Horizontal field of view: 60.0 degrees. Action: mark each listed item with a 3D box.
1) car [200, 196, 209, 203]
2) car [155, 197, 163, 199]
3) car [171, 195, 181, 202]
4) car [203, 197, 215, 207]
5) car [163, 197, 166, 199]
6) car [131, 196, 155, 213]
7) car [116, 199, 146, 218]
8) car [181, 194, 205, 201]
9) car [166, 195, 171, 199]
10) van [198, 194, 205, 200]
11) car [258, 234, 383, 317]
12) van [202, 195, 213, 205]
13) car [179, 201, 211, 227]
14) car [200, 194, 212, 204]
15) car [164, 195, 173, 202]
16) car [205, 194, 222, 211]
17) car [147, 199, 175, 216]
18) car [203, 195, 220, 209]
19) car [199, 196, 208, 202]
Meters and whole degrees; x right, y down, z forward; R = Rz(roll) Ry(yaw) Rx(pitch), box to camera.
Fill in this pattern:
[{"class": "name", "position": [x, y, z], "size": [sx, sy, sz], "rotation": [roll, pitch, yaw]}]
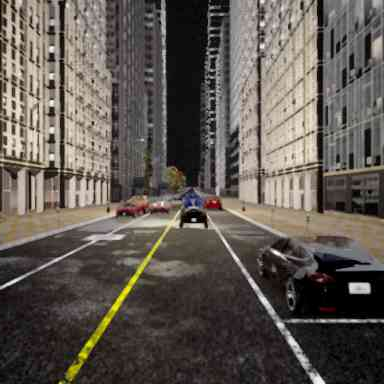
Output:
[{"class": "car", "position": [2.691, 1.591, 70.263], "size": [1.752, 1.417, 4.829], "rotation": [0, 0, 0]}, {"class": "car", "position": [-5.691, 1.499, 47.302], "size": [1.967, 1.590, 4.097], "rotation": [0, 0, 0]}, {"class": "car", "position": [-2.997, 1.655, 74.444], "size": [1.895, 1.301, 4.718], "rotation": [0, 0, 0]}, {"class": "car", "position": [2.690, 1.587, 53.168], "size": [1.752, 1.417, 4.829], "rotation": [0, 0, 0]}, {"class": "car", "position": [-5.691, 1.502, 53.001], "size": [1.967, 1.590, 4.097], "rotation": [0, 0, 0]}, {"class": "car", "position": [-5.692, 1.366, 35.906], "size": [2.192, 1.841, 5.009], "rotation": [0, 0, 0]}, {"class": "car", "position": [-5.692, 1.590, 30.207], "size": [1.887, 1.381, 4.507], "rotation": [0, 0, 0]}, {"class": "car", "position": [0.100, 1.276, 40.252], "size": [2.150, 2.045, 5.566], "rotation": [0, 0, 0]}, {"class": "car", "position": [-5.690, 1.616, 64.398], "size": [2.008, 1.369, 4.403], "rotation": [0, 0, 0]}, {"class": "van", "position": [2.693, 1.395, 92.888], "size": [1.690, 1.788, 3.998], "rotation": [0, 0, 0]}, {"class": "car", "position": [2.687, 1.579, 7.410], "size": [1.947, 1.339, 4.313], "rotation": [0, 0, 0]}, {"class": "van", "position": [2.690, 1.405, 58.696], "size": [1.690, 1.788, 3.998], "rotation": [0, 0, 0]}, {"class": "car", "position": [0.103, 1.562, 22.851], "size": [1.812, 1.442, 4.674], "rotation": [0, 0, 0]}, {"class": "car", "position": [2.690, 1.380, 64.395], "size": [2.192, 1.841, 5.009], "rotation": [0, 0, 0]}, {"class": "car", "position": [-5.689, 1.503, 81.495], "size": [1.967, 1.590, 4.097], "rotation": [0, 0, 0]}, {"class": "car", "position": [2.689, 1.370, 41.601], "size": [2.192, 1.841, 5.009], "rotation": [0, 0, 0]}, {"class": "car", "position": [-3.097, 1.649, 33.732], "size": [1.895, 1.301, 4.718], "rotation": [0, 0, 0]}, {"class": "car", "position": [2.689, 1.374, 47.299], "size": [2.192, 1.841, 5.009], "rotation": [0, 0, 0]}, {"class": "car", "position": [2.692, 1.613, 81.493], "size": [2.008, 1.369, 4.403], "rotation": [0, 0, 0]}]
